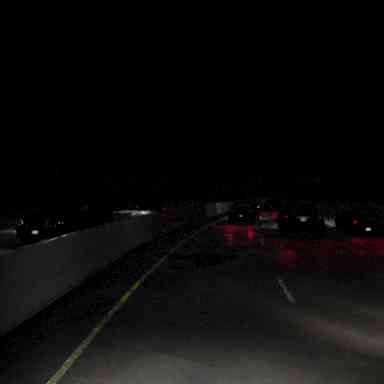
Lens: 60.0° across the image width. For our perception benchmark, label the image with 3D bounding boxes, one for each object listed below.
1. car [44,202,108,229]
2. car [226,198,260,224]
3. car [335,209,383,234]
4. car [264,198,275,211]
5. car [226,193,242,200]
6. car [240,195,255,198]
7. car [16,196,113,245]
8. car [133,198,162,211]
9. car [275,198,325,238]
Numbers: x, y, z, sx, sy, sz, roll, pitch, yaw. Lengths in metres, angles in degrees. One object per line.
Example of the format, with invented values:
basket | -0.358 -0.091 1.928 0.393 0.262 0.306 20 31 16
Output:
car | -7.705 1.499 22.608 1.812 1.442 4.674 0 0 14
car | 4.036 1.487 25.204 1.882 1.535 5.008 0 0 16
car | 9.646 1.629 19.367 1.895 1.301 4.718 0 0 13
car | 10.239 1.519 41.374 2.128 1.511 4.902 0 0 24
car | 8.072 1.294 62.437 2.150 2.045 5.566 0 0 24
car | 10.446 1.567 59.195 1.812 1.442 4.674 0 0 24
car | -5.601 1.202 15.567 2.150 2.045 5.566 0 0 10
car | -5.410 1.485 40.980 1.837 1.490 4.892 0 0 23
car | 5.849 1.368 18.227 2.097 1.767 4.553 0 0 12
